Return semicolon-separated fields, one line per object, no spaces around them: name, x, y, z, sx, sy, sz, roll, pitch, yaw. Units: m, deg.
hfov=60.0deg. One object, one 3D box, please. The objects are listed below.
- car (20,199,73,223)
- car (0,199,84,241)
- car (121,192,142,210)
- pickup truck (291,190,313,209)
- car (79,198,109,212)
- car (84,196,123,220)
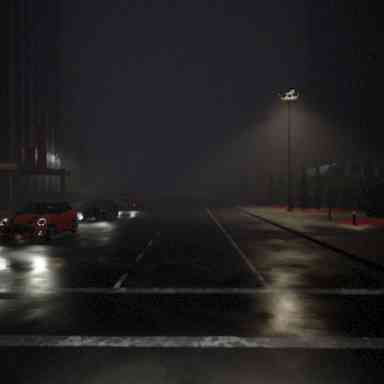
car;-10.603;1.340;24.705;1.837;1.490;4.892;0;0;0
car;-7.103;1.246;15.861;2.097;1.767;4.553;0;0;0
car;-7.077;0.969;38.204;2.150;2.045;5.566;0;0;0
pickup truck;13.111;0.801;38.876;2.390;2.098;6.274;0;0;30
car;-10.582;1.360;36.333;1.895;1.301;4.718;0;0;0
car;-7.103;1.303;26.211;1.882;1.535;5.008;0;0;0
